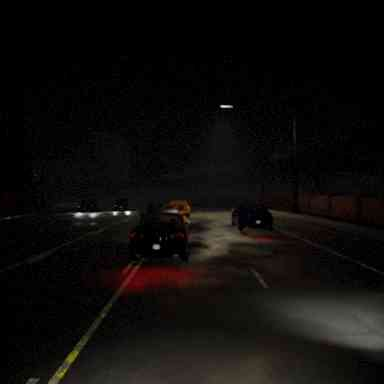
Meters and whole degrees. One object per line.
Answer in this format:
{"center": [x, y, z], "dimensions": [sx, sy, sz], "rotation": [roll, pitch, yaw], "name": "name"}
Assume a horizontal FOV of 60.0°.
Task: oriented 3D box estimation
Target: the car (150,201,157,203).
{"center": [-6.883, 2.277, 62.490], "dimensions": [1.895, 1.301, 4.718], "rotation": [0, -3, -21], "name": "car"}

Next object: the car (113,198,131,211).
{"center": [-8.549, 1.551, 40.736], "dimensions": [1.837, 1.490, 4.892], "rotation": [0, -1, -10], "name": "car"}

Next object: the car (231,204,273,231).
{"center": [3.579, 1.475, 20.488], "dimensions": [1.882, 1.535, 5.008], "rotation": [0, 0, 0], "name": "car"}

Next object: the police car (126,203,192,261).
{"center": [-1.058, 1.424, 12.479], "dimensions": [1.930, 1.638, 5.238], "rotation": [0, 0, 0], "name": "police car"}

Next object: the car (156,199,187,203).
{"center": [-1.064, 1.475, 22.372], "dimensions": [1.882, 1.535, 5.008], "rotation": [0, 0, 0], "name": "car"}

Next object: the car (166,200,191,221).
{"center": [-1.133, 1.475, 28.397], "dimensions": [1.882, 1.535, 5.008], "rotation": [0, 0, -2], "name": "car"}

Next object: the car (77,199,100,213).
{"center": [-11.596, 1.529, 37.401], "dimensions": [1.812, 1.442, 4.674], "rotation": [0, 0, -8], "name": "car"}

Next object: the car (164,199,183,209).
{"center": [-2.743, 1.770, 48.787], "dimensions": [1.994, 1.385, 4.181], "rotation": [0, -1, -15], "name": "car"}
